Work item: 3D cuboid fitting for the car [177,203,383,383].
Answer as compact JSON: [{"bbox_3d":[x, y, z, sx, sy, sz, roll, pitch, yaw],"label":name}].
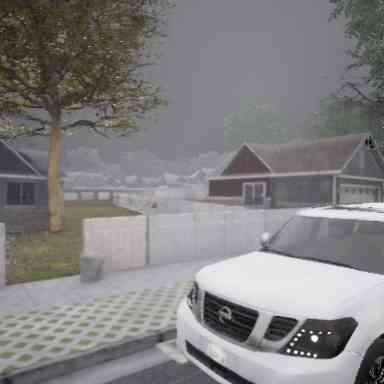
[{"bbox_3d":[2.473,1.209,4.840,5.566,2.045,2.150,0,0,-36],"label":"car"}]
